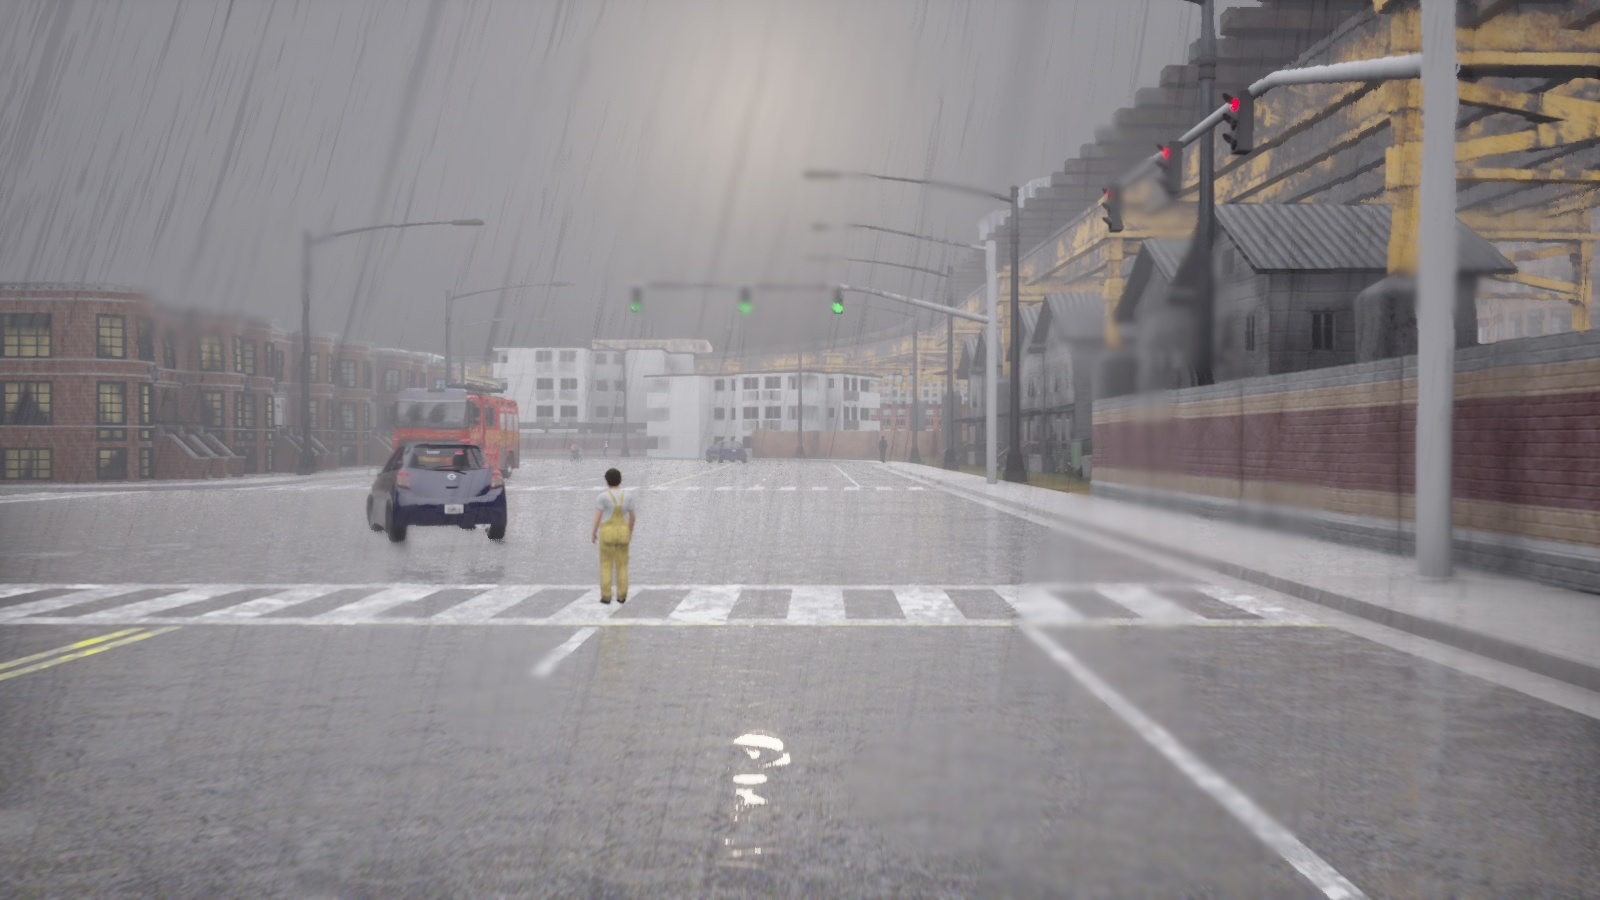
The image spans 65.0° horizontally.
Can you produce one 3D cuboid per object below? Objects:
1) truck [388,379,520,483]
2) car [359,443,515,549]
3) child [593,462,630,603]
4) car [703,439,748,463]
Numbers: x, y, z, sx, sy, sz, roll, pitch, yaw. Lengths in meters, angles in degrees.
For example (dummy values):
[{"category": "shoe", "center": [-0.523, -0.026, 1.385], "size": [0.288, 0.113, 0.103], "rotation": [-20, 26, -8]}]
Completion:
[{"category": "truck", "center": [-13.688, -0.714, 50.489], "size": [2.891, 3.827, 8.468], "rotation": [0, 0, 0]}, {"category": "car", "center": [-5.836, 0.643, 19.908], "size": [1.845, 1.501, 3.633], "rotation": [0, 0, -25]}, {"category": "child", "center": [-1.732, 0.745, 11.525], "size": [0.270, 1.263, 0.437], "rotation": [0, 0, -18]}, {"category": "car", "center": [-5.627, 0.069, 94.329], "size": [2.097, 1.767, 4.553], "rotation": [0, 0, -20]}]
